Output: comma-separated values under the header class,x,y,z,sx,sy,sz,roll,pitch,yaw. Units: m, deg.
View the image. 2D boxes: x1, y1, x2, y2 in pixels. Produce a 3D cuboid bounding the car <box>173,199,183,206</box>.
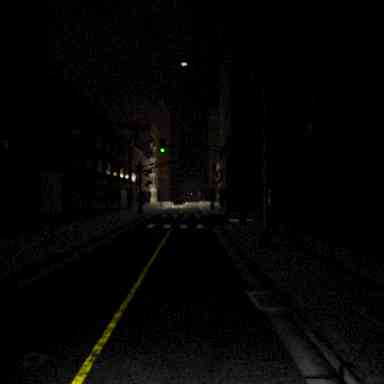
class,x,y,z,sx,sy,sz,roll,pitch,yaw
car,-2.765,2.139,67.385,1.895,1.301,4.718,0,0,0
